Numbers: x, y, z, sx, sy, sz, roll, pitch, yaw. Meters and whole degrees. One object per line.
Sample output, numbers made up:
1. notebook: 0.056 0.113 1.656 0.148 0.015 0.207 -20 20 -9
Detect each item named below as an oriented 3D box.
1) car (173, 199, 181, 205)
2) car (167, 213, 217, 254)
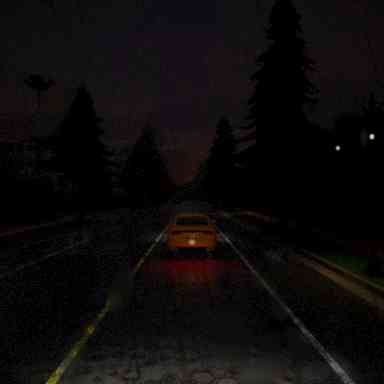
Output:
1. car: -3.501 2.452 79.874 2.033 1.411 5.357 0 -1 0
2. car: 0.024 1.642 14.256 1.882 1.535 5.008 0 0 0
